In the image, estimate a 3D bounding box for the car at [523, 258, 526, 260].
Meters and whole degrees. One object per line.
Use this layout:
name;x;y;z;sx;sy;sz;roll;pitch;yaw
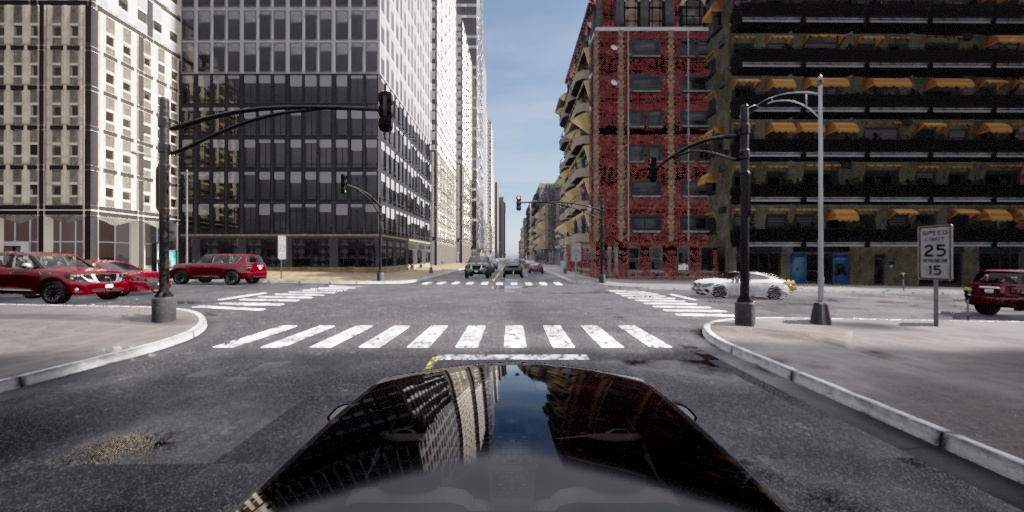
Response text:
car;2.729;1.307;54.627;2.007;1.370;4.403;0;0;0

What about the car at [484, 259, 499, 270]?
car;-3.051;1.234;53.961;1.882;1.535;5.008;0;0;0

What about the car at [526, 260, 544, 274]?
car;2.770;1.333;41.709;1.802;1.307;4.207;0;0;0

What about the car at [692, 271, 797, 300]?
car;12.266;1.530;19.402;4.674;1.442;1.812;1;0;0

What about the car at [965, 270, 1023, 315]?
car;20.607;1.458;13.703;5.009;1.841;2.192;0;0;0

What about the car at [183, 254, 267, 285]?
car;-17.695;0.772;21.745;5.009;1.841;2.192;0;0;0

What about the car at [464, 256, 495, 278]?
car;-3.077;0.970;33.614;2.150;2.045;5.566;0;0;0

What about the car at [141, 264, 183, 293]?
car;-18.151;0.913;15.952;5.008;1.535;1.882;1;0;0

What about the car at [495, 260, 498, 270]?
car;-3.063;1.278;43.688;1.812;1.442;4.674;0;0;0

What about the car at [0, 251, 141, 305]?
car;-17.567;0.755;13.365;5.009;1.841;2.192;0;0;0

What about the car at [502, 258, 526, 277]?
car;0.109;1.255;35.647;1.837;1.490;4.892;0;0;0
